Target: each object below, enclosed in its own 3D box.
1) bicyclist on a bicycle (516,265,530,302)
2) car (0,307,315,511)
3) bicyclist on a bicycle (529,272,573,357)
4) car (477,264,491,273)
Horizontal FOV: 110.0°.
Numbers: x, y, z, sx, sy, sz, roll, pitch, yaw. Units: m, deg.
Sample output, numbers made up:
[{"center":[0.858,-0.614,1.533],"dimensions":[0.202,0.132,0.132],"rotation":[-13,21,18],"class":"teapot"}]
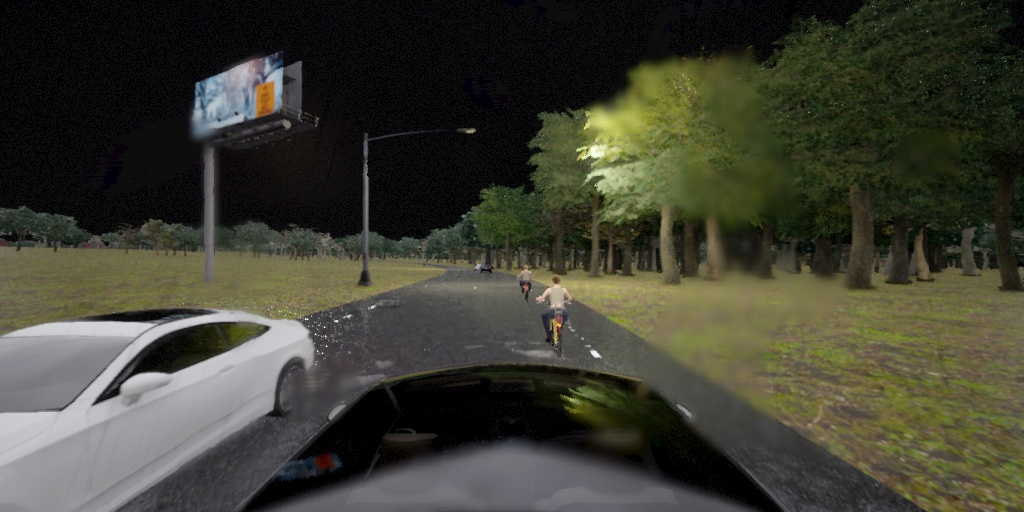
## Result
[{"center":[0.618,1.206,16.049],"dimensions":[0.866,1.612,1.509],"rotation":[0,0,-2],"class":"bicyclist on a bicycle"},{"center":[-3.628,1.276,3.209],"dimensions":[1.812,1.442,4.674],"rotation":[0,0,-1],"class":"car"},{"center":[0.909,1.188,7.561],"dimensions":[0.866,1.612,1.509],"rotation":[0,0,-1],"class":"bicyclist on a bicycle"},{"center":[-4.641,2.114,62.378],"dimensions":[1.837,1.490,4.892],"rotation":[0,-1,-8],"class":"car"}]
